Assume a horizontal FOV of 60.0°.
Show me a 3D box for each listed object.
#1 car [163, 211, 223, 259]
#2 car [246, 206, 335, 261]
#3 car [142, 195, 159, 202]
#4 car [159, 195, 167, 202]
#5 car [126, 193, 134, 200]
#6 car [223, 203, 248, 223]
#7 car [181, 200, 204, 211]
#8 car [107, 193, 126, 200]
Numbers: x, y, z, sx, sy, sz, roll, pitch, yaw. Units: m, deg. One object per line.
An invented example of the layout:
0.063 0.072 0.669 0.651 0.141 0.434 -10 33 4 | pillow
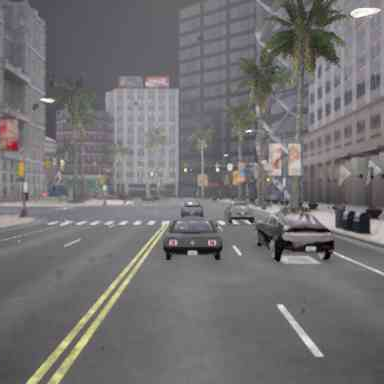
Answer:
0.042 1.596 12.504 1.895 1.301 4.718 0 0 0 | car
3.538 1.485 12.283 2.128 1.511 4.902 0 0 0 | car
-10.012 1.513 76.380 2.033 1.411 5.357 0 0 -24 | car
-7.475 1.497 79.152 2.128 1.511 4.902 0 0 -28 | car
-18.318 1.192 91.167 5.566 2.045 2.150 0 0 38 | car
3.505 1.538 25.390 2.033 1.411 5.357 0 0 0 | car
0.024 1.482 29.103 2.128 1.511 4.902 0 0 0 | car
-20.508 1.522 88.442 4.181 1.385 1.994 0 0 35 | car
